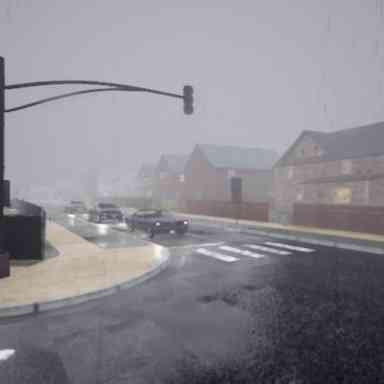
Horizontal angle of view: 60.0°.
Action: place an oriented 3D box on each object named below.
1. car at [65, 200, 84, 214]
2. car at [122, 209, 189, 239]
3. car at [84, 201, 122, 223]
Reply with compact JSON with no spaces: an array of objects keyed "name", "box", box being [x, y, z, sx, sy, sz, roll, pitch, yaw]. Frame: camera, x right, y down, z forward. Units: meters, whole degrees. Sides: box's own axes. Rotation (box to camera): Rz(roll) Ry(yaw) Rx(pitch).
[{"name":"car","box":[-12.919,1.630,37.078,1.812,1.442,4.674,0,-1,-30]},{"name":"car","box":[-1.968,1.585,17.648,1.895,1.301,4.718,0,0,-29]},{"name":"car","box":[-6.885,1.537,26.377,1.837,1.490,4.892,0,0,-30]}]
